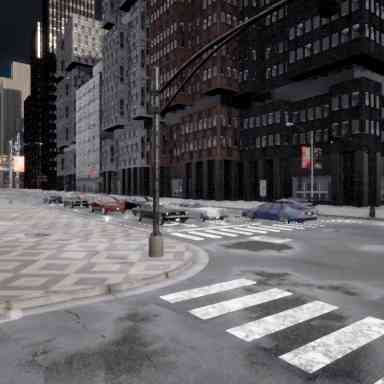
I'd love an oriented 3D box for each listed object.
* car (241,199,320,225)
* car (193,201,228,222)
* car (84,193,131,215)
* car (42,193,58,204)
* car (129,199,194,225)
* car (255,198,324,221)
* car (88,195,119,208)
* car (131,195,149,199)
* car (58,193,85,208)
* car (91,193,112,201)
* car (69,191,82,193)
[{"bbox_3d":[5.788,1.353,22.563,2.033,1.411,5.357,0,1,-36],"label":"car"},{"bbox_3d":[0.441,1.350,24.089,1.895,1.301,4.718,0,1,-36],"label":"car"},{"bbox_3d":[-7.638,1.100,29.753,1.882,1.535,5.008,0,1,-36],"label":"car"},{"bbox_3d":[-19.336,0.876,46.087,2.033,1.411,5.357,0,1,-35],"label":"car"},{"bbox_3d":[-2.156,1.355,22.133,1.895,1.301,4.718,0,1,-36],"label":"car"},{"bbox_3d":[7.430,1.268,25.846,2.128,1.511,4.902,0,1,-36],"label":"car"},{"bbox_3d":[-10.533,1.082,39.352,1.895,1.301,4.718,0,1,-36],"label":"car"},{"bbox_3d":[-5.043,1.094,31.714,1.882,1.535,5.008,0,1,-36],"label":"car"},{"bbox_3d":[-13.114,1.088,37.377,1.895,1.301,4.718,0,1,-36],"label":"car"},{"bbox_3d":[-15.914,0.795,58.297,1.895,1.301,4.718,0,1,-36],"label":"car"},{"bbox_3d":[-16.491,0.681,47.691,2.097,1.767,4.553,0,1,-36],"label":"car"}]
